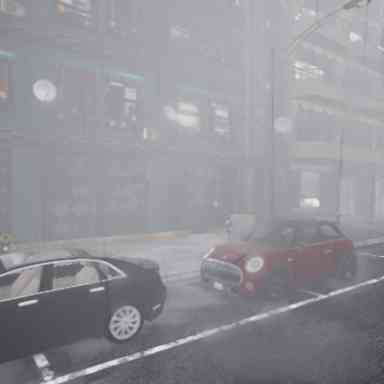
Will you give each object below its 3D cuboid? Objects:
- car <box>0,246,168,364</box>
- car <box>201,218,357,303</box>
[{"bbox_3d":[-2.455,1.550,4.801,4.403,1.369,2.008,0,0,-35],"label":"car"},{"bbox_3d":[2.179,1.428,8.104,4.097,1.590,1.967,0,0,-35],"label":"car"}]
